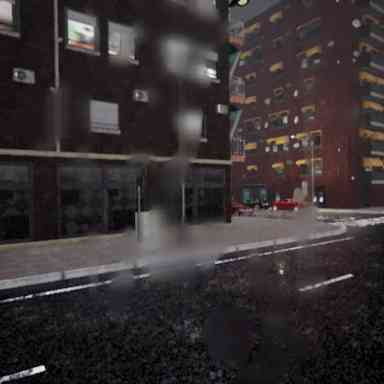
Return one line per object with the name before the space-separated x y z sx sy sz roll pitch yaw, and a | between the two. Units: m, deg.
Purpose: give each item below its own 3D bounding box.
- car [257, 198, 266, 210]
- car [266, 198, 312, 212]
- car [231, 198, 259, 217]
car | 7.331 1.429 39.394 1.947 1.339 4.313 -2 0 -36
car | 10.445 1.337 35.079 1.887 1.381 4.507 -2 0 -36
car | 3.679 1.513 30.194 1.802 1.307 4.206 -2 0 -36
